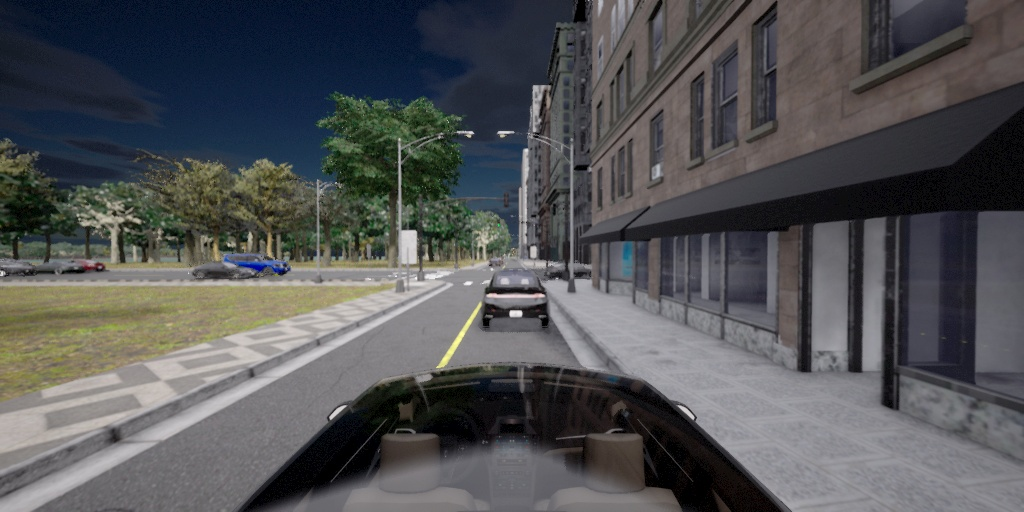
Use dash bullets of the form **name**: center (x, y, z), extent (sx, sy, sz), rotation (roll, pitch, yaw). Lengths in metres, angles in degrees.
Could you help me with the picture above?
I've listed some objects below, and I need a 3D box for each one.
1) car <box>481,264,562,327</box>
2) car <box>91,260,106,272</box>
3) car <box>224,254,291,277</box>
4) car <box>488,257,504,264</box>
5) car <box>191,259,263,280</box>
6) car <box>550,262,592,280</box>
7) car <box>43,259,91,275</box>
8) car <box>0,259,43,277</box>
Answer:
- **car**: center (0.094, 1.187, 11.222), extent (2.128, 1.511, 4.902), rotation (0, 0, 0)
- **car**: center (-47.678, 1.103, 39.508), extent (4.674, 1.442, 1.812), rotation (0, 1, 0)
- **car**: center (-23.503, 0.846, 32.913), extent (5.566, 2.045, 2.150), rotation (0, 1, 0)
- **car**: center (-2.812, 1.047, 58.965), extent (2.033, 1.411, 5.357), rotation (0, 0, 1)
- **car**: center (-23.750, 1.194, 29.642), extent (4.674, 1.442, 1.812), rotation (0, 1, 0)
- **car**: center (4.812, 1.180, 28.941), extent (4.674, 1.442, 1.812), rotation (-1, 0, -30)
- **car**: center (-46.178, 1.181, 36.304), extent (4.181, 1.385, 1.994), rotation (0, 1, 0)
- **car**: center (-46.963, 1.169, 32.955), extent (4.892, 1.490, 1.837), rotation (0, 1, 1)
